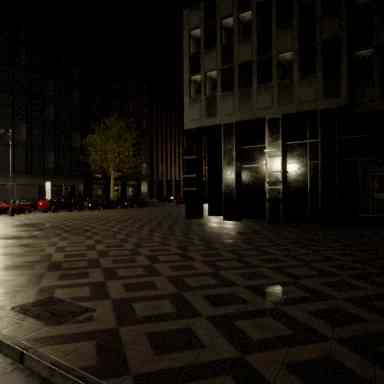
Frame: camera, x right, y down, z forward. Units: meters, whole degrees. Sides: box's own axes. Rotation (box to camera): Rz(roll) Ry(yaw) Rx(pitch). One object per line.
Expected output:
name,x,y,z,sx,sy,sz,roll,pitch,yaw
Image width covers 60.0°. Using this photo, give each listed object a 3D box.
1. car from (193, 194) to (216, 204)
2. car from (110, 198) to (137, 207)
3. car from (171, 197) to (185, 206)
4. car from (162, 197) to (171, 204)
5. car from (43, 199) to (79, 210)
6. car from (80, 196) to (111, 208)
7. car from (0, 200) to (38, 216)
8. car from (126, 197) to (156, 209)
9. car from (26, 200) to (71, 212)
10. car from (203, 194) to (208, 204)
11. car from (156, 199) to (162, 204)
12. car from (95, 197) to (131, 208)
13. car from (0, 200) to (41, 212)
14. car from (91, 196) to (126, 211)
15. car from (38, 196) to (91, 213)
car,2.424,1.281,62.996,2.097,1.767,4.553,-1,0,35
car,-11.086,1.610,53.941,1.802,1.307,4.206,-1,0,35
car,-0.872,1.461,53.714,1.887,1.381,4.507,-1,0,35
car,-4.660,1.572,63.211,1.947,1.339,4.313,-1,0,35
car,-17.512,1.639,44.672,1.802,1.307,4.206,-1,0,35
car,-14.301,1.482,49.306,1.967,1.590,4.097,-1,0,35
car,-16.934,1.574,30.544,1.802,1.307,4.206,-1,0,35
car,-7.297,1.507,44.445,1.947,1.339,4.313,-1,0,35
car,-17.232,1.636,40.246,1.895,1.301,4.718,-1,0,35
car,2.340,1.221,58.349,2.192,1.841,5.009,-1,0,35
car,-7.970,1.542,58.435,1.752,1.417,4.829,-1,0,35
car,-11.480,1.497,48.519,2.128,1.511,4.902,-1,0,35
car,-20.725,1.640,40.038,1.947,1.339,4.313,-1,0,35
car,-10.509,1.523,39.812,1.947,1.339,4.313,-1,0,35
car,-13.723,1.288,35.179,2.192,1.841,5.009,-1,0,35
